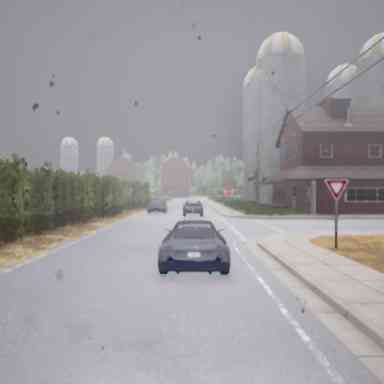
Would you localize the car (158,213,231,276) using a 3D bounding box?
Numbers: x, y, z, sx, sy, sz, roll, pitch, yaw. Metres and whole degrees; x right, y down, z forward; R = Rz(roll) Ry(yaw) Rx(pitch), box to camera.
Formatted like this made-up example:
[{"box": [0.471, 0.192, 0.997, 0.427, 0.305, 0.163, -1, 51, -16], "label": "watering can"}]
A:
[{"box": [0.079, 1.561, 10.391, 1.994, 1.385, 4.181, 0, 0, 1], "label": "car"}]

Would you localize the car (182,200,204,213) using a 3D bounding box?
[{"box": [0.097, 1.484, 32.173, 2.128, 1.511, 4.902, 0, 0, 0], "label": "car"}]

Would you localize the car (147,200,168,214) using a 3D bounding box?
[{"box": [-3.584, 1.539, 35.537, 2.033, 1.411, 5.357, 0, 0, 0], "label": "car"}]
